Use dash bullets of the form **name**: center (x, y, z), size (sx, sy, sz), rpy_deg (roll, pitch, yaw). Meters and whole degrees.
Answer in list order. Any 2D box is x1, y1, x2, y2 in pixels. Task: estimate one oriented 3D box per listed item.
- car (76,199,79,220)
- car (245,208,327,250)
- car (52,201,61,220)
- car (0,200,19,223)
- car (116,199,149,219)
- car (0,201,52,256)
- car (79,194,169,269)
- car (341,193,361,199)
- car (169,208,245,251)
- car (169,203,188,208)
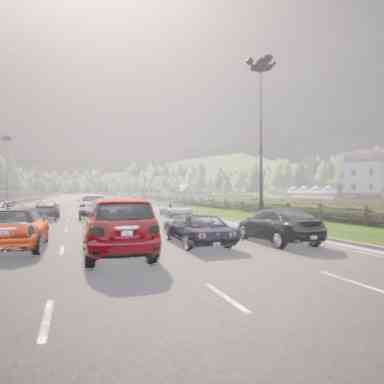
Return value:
- **car**: center (-8.425, 1.198, 27.860), size (2.150, 2.045, 5.566), rpy_deg (0, 0, -19)
- **car**: center (3.706, 1.492, 14.581), size (1.837, 1.490, 4.892), rpy_deg (0, -1, -19)
- **car**: center (-12.015, 1.468, 27.511), size (2.128, 1.511, 4.902), rpy_deg (0, 0, -19)
- **car**: center (-15.311, 1.468, 26.332), size (2.128, 1.511, 4.902), rpy_deg (0, 0, -19)
- **car**: center (-5.412, 1.469, 29.833), size (2.128, 1.511, 4.902), rpy_deg (0, 0, -19)
- **car**: center (-6.819, 1.342, 12.866), size (2.097, 1.767, 4.553), rpy_deg (0, 0, -19)
- **car**: center (-2.632, 1.212, 11.502), size (2.150, 2.045, 5.566), rpy_deg (0, 0, -19)
- **car**: center (38.026, 1.170, 79.490), size (1.932, 1.855, 4.605), rpy_deg (0, 0, -20)
- **car**: center (0.162, 1.591, 14.118), size (1.895, 1.301, 4.718), rpy_deg (0, 0, -19)
- **car**: center (-1.571, 1.580, 29.462), size (1.895, 1.301, 4.718), rpy_deg (0, 0, -19)
